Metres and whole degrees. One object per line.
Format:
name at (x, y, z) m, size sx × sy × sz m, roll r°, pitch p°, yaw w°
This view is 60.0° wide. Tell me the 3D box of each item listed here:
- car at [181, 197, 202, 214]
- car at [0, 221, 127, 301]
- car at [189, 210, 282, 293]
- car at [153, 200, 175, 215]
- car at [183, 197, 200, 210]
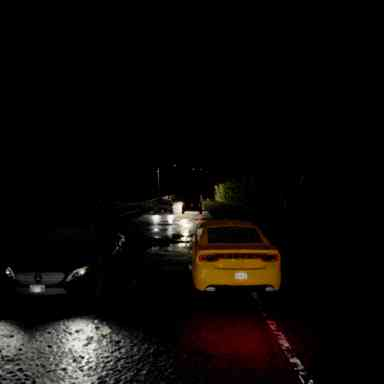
car at (-0.003, 1.352, 35.079) m, size 2.097 × 1.767 × 4.553 m, roll 0°, pitch 0°, yaw 0°
car at (-2.866, 1.525, 8.481) m, size 1.812 × 1.442 × 4.674 m, roll 0°, pitch 0°, yaw 0°
car at (0.944, 1.477, 8.925) m, size 1.882 × 1.535 × 5.008 m, roll 0°, pitch 0°, yaw 0°
car at (-2.822, 1.525, 33.894) m, size 1.812 × 1.442 × 4.674 m, roll 0°, pitch 0°, yaw 0°
car at (-0.033, 1.492, 45.039) m, size 2.128 × 1.511 × 4.902 m, roll 0°, pitch 0°, yaw 0°
